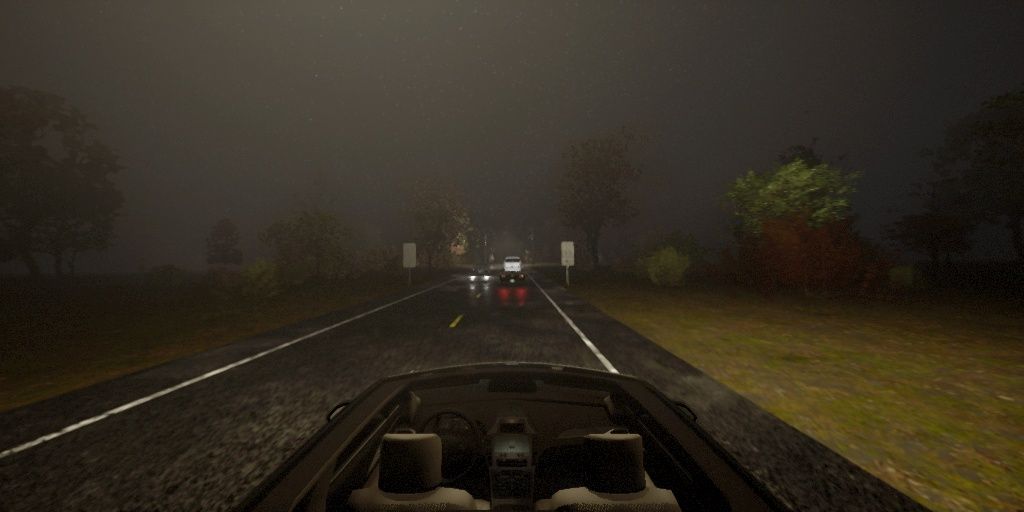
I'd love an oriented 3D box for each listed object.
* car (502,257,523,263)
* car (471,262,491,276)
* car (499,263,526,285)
[{"bbox_3d":[0.104,1.099,40.567,2.150,2.045,5.566,-1,0,1],"label":"car"},{"bbox_3d":[-3.443,1.447,40.881,1.812,1.442,4.674,-1,0,0],"label":"car"},{"bbox_3d":[0.053,1.418,26.578,1.895,1.301,4.718,-1,0,1],"label":"car"}]
